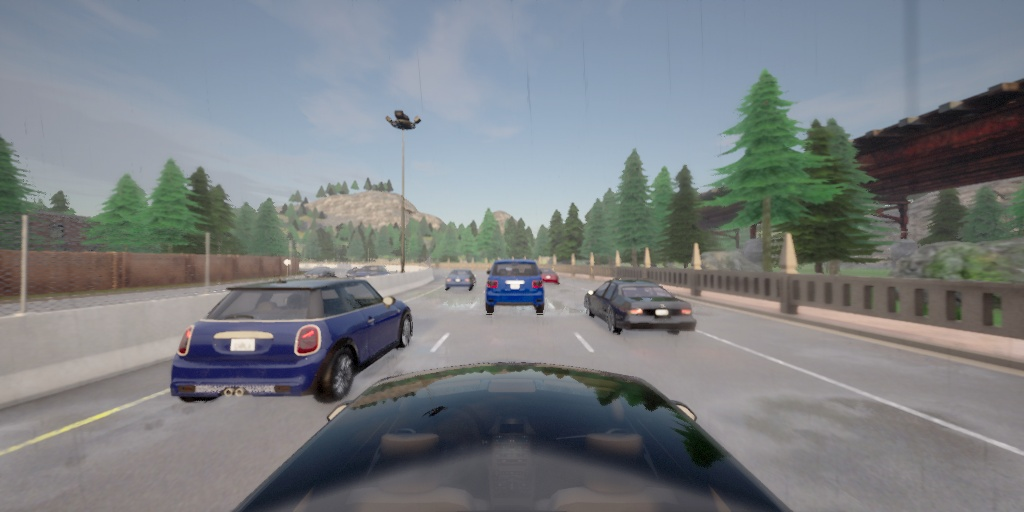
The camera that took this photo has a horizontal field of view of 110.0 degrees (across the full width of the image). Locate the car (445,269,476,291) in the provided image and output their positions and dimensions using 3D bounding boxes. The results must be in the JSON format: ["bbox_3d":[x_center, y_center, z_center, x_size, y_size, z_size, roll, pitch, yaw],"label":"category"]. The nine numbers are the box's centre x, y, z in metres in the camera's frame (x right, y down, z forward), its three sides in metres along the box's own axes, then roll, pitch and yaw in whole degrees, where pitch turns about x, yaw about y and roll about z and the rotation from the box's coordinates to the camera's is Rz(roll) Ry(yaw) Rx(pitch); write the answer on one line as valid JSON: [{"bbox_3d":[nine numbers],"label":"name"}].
[{"bbox_3d":[-3.613,1.660,25.607,2.033,1.411,5.357,0,-1,-3],"label":"car"}]

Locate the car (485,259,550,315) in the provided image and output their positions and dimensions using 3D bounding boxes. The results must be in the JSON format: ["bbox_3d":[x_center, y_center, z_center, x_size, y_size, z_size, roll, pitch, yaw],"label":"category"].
[{"bbox_3d":[0.105,1.170,14.862,2.150,2.045,5.566,0,-1,0],"label":"car"}]

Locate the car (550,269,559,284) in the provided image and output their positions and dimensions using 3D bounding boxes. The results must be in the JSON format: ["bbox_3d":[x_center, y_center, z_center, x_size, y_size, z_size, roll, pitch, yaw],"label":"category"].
[{"bbox_3d":[2.837,1.772,31.937,1.994,1.385,4.181,0,-1,-6],"label":"car"}]

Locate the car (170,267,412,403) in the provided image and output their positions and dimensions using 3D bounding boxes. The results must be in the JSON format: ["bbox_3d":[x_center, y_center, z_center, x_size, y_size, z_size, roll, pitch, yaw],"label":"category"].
[{"bbox_3d":[-3.399,1.177,6.659,2.097,1.767,4.553,0,-1,0],"label":"car"}]

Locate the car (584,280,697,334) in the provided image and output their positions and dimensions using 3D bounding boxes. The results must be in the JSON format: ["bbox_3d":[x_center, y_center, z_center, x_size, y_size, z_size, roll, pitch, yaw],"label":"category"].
[{"bbox_3d":[3.603,1.440,11.119,2.033,1.411,5.357,0,-1,0],"label":"car"}]

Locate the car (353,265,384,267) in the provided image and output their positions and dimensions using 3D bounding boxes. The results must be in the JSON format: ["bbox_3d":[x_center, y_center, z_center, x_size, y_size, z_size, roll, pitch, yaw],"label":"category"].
[{"bbox_3d":[-11.031,1.501,28.036,2.097,1.767,4.553,0,-1,-5],"label":"car"}]
